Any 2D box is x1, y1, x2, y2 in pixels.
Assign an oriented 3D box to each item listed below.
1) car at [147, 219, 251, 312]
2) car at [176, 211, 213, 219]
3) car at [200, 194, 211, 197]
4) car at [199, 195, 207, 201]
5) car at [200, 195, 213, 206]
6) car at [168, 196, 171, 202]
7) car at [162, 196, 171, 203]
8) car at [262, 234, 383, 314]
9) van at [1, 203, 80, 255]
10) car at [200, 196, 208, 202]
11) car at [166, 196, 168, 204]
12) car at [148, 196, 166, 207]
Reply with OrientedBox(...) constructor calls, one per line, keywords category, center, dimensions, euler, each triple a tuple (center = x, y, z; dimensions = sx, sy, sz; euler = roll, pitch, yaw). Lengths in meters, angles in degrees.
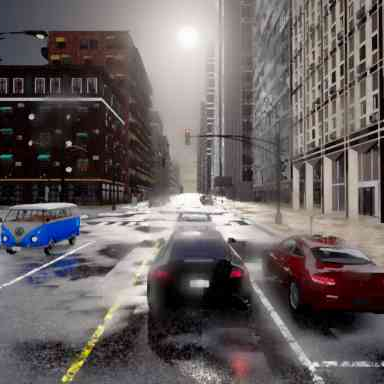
OrientedBox(category="car", center=(0.112, 1.566, 7.797), dimensions=(1.994, 1.385, 4.181), euler=(0, 0, -1))
OrientedBox(category="car", center=(0.112, 1.606, 16.614), dimensions=(1.895, 1.301, 4.718), euler=(0, 0, 0))
OrientedBox(category="car", center=(2.764, 1.330, 62.244), dimensions=(2.192, 1.841, 5.009), euler=(1, 0, 0))
OrientedBox(category="car", center=(2.781, 1.569, 84.862), dimensions=(2.008, 1.369, 4.403), euler=(1, 0, 0))
OrientedBox(category="car", center=(2.754, 1.596, 56.589), dimensions=(1.802, 1.307, 4.206), euler=(1, 0, 0))
OrientedBox(category="car", center=(-5.620, 1.580, 62.249), dimensions=(1.947, 1.339, 4.313), euler=(1, 0, 0))
OrientedBox(category="car", center=(-5.610, 1.598, 73.558), dimensions=(1.802, 1.307, 4.206), euler=(1, 0, 0))
OrientedBox(category="car", center=(2.708, 1.584, 7.332), dimensions=(1.802, 1.307, 4.206), euler=(1, 0, 0))
OrientedBox(category="van", center=(-5.750, 1.345, 13.024), dimensions=(1.690, 1.788, 3.998), euler=(1, 0, 0))
OrientedBox(category="car", center=(2.775, 1.599, 79.208), dimensions=(1.802, 1.307, 4.206), euler=(1, 0, 0))
OrientedBox(category="car", center=(-5.625, 1.564, 56.594), dimensions=(2.008, 1.369, 4.403), euler=(1, 0, 0))
OrientedBox(category="car", center=(-5.631, 1.563, 50.940), dimensions=(2.008, 1.369, 4.403), euler=(1, 0, 0))
